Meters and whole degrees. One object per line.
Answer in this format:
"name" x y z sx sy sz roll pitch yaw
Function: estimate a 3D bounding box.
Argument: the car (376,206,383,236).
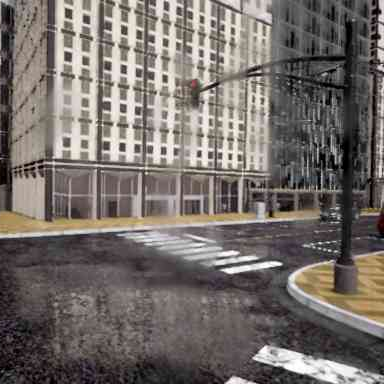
"car" 12.509 1.631 18.921 5.009 1.841 2.192 0 1 -34

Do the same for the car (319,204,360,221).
"car" 12.750 1.713 28.628 4.403 1.369 2.008 0 1 -34
